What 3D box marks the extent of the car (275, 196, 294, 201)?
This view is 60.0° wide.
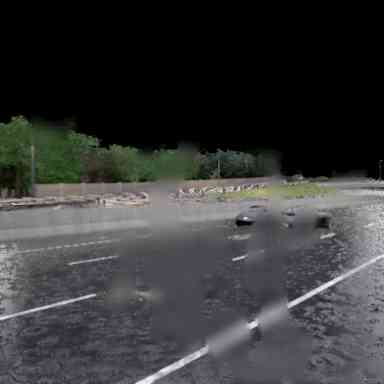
[{"bbox_3d":[15.418,1.435,54.761,2.128,1.511,4.902,0,0,43],"label":"car"}]

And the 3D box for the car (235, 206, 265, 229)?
[{"bbox_3d":[4.732,1.613,22.311,1.994,1.385,4.181,0,0,43],"label":"car"}]

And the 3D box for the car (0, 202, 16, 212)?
[{"bbox_3d":[-20.766,1.635,33.821,2.033,1.411,5.357,0,1,22],"label":"car"}]

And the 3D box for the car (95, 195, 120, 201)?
[{"bbox_3d":[-12.934,1.172,51.336,2.128,1.511,4.902,0,2,26],"label":"car"}]

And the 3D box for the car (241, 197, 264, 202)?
[{"bbox_3d":[7.238,1.398,40.755,2.097,1.767,4.553,0,0,43],"label":"car"}]

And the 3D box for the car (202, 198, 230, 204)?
[{"bbox_3d":[2.867,1.592,41.181,1.837,1.490,4.892,0,0,43],"label":"car"}]

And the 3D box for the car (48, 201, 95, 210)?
[{"bbox_3d":[-10.214,1.688,27.087,2.033,1.411,5.357,0,0,43],"label":"car"}]

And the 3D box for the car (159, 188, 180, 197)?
[{"bbox_3d":[-4.516,0.212,67.596,2.150,2.045,5.566,0,3,28],"label":"car"}]

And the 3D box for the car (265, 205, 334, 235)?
[{"bbox_3d":[6.532,1.521,19.106,2.128,1.511,4.902,0,0,43],"label":"car"}]

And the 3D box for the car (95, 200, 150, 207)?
[{"bbox_3d":[-5.098,1.594,27.449,1.882,1.535,5.008,0,0,43],"label":"car"}]

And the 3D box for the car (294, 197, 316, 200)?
[{"bbox_3d":[18.894,1.460,53.370,2.033,1.411,5.357,0,0,43],"label":"car"}]
